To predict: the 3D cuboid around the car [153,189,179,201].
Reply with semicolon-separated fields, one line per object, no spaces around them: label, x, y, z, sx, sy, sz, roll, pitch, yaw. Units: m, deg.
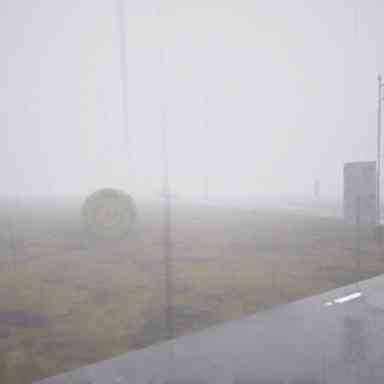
car;-3.708;0.304;48.100;2.097;1.767;4.553;1;1;-35
